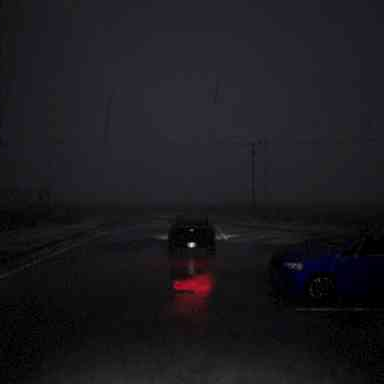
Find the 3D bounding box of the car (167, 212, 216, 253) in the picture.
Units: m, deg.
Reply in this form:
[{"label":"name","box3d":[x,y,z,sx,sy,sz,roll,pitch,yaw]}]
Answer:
[{"label":"car","box3d":[-0.005,1.643,14.315,1.837,1.490,4.892,0,0,0]}]

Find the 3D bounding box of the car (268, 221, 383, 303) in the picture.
[{"label":"car","box3d":[4.212,1.556,7.980,4.611,1.667,2.242,0,-1,0]}]
